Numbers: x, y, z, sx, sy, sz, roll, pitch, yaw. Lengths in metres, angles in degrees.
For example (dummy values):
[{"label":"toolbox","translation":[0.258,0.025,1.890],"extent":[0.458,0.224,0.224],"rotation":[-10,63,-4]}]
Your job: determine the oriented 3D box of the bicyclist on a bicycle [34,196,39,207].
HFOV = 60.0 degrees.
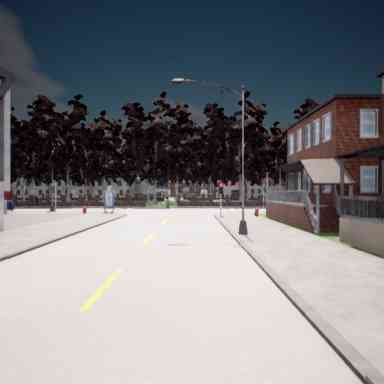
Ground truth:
[{"label":"bicyclist on a bicycle","translation":[-22.034,1.324,47.059],"extent":[0.582,1.620,1.656],"rotation":[0,0,0]}]
